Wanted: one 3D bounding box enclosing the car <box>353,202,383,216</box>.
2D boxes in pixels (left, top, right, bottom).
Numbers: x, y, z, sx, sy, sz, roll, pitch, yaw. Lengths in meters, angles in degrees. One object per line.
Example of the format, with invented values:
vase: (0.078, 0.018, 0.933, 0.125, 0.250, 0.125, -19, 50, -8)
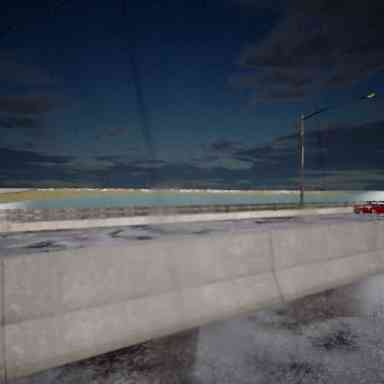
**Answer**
car: (18.543, 1.696, 34.118, 4.718, 1.301, 1.895, 0, 0, -35)
